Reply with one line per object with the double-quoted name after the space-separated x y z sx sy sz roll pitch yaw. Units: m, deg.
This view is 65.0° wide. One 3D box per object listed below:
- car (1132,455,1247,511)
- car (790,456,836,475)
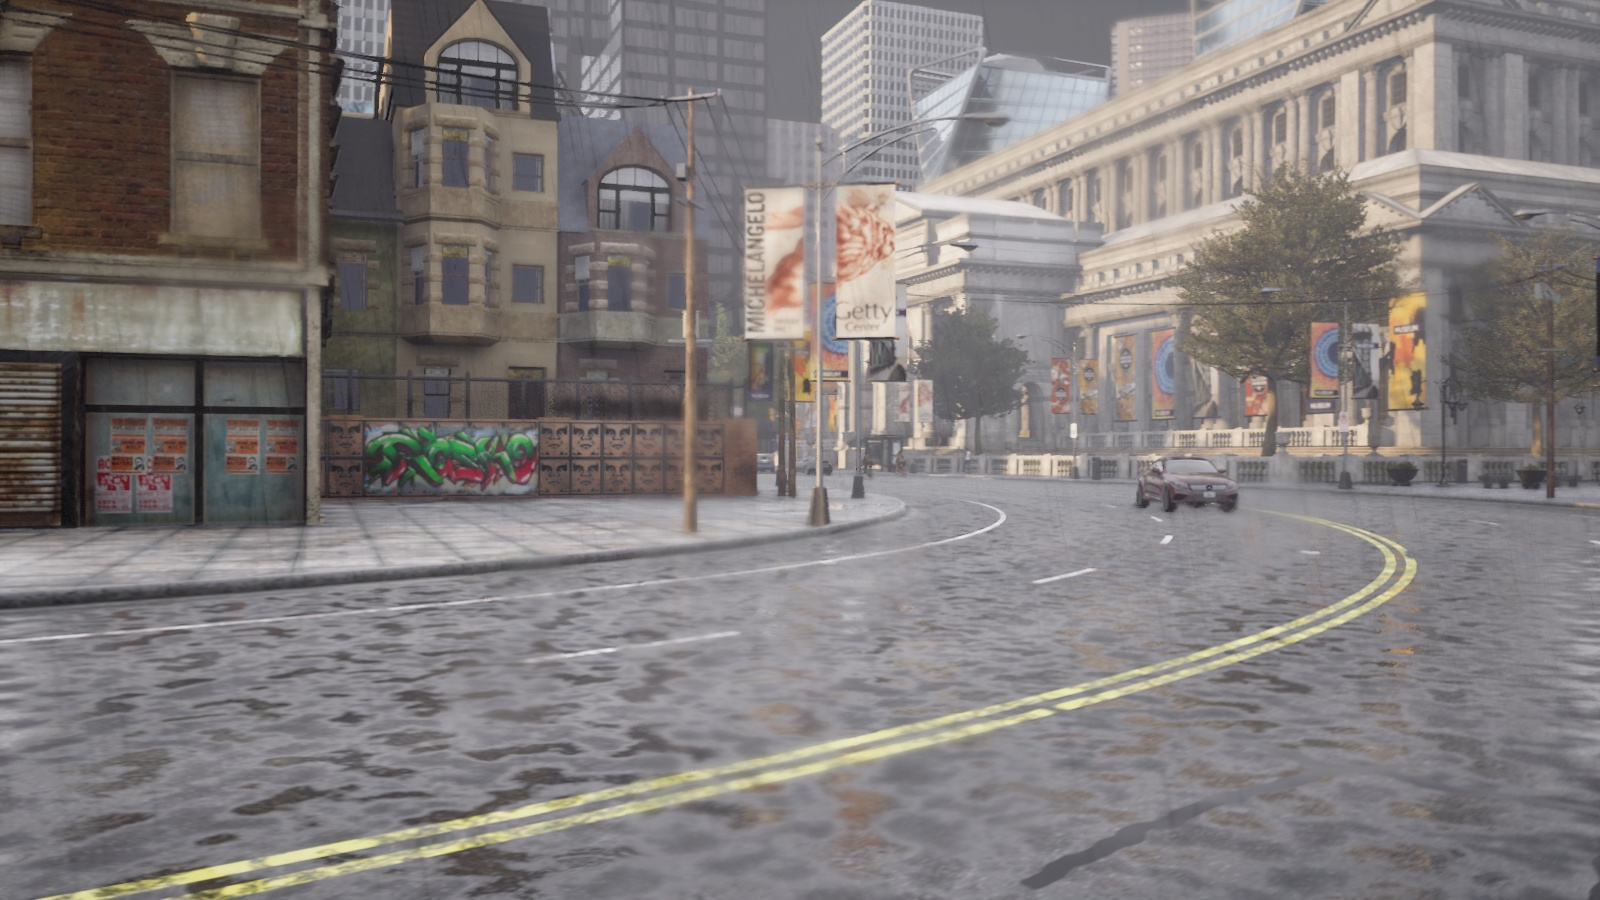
10.581 0.855 34.464 1.812 1.442 4.674 0 0 1 "car"
0.943 1.106 91.724 1.994 1.385 4.181 0 0 -20 "car"
